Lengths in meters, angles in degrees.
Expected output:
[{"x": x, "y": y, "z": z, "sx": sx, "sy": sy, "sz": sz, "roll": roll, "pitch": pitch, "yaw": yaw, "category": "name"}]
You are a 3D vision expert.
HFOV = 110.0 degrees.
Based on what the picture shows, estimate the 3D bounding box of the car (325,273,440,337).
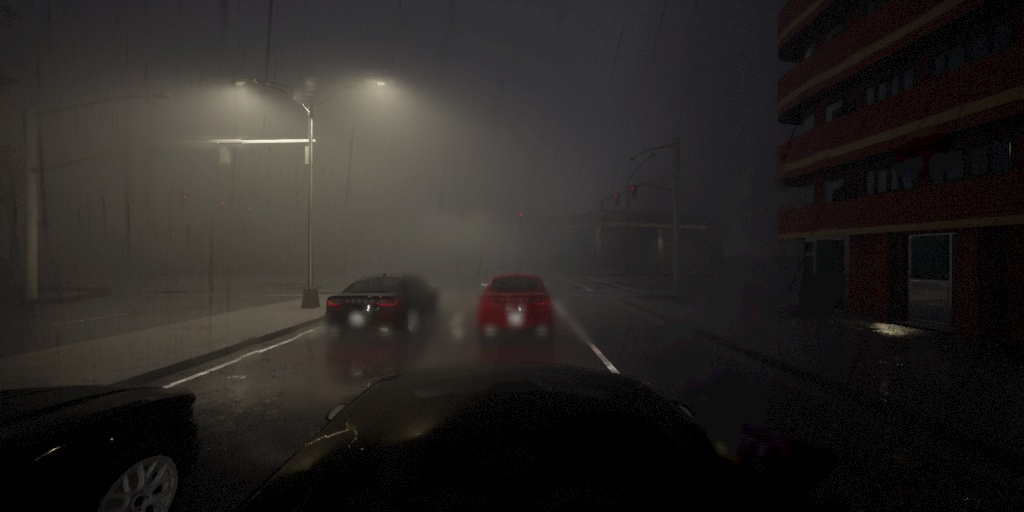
[{"x": -3.385, "y": 1.228, "z": 10.367, "sx": 1.882, "sy": 1.535, "sz": 5.008, "roll": 0, "pitch": 0, "yaw": 0, "category": "car"}]

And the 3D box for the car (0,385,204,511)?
[{"x": -3.409, "y": 1.228, "z": 0.793, "sx": 1.882, "sy": 1.535, "sz": 5.008, "roll": 0, "pitch": 0, "yaw": 0, "category": "car"}]

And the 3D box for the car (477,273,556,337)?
[{"x": 0.120, "y": 1.228, "z": 10.377, "sx": 1.882, "sy": 1.535, "sz": 5.008, "roll": 0, "pitch": 0, "yaw": 1, "category": "car"}]
